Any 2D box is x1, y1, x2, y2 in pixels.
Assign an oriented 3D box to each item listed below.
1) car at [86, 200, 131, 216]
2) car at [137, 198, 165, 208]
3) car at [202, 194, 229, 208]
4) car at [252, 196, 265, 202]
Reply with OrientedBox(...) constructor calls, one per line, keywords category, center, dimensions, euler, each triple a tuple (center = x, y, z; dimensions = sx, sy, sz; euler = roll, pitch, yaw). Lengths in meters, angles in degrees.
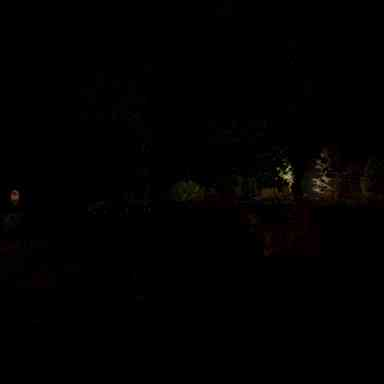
OrientedBox(category="car", center=(-8.311, 1.516, 33.499), dimensions=(1.882, 1.535, 5.008), euler=(0, 0, 34))
OrientedBox(category="car", center=(-6.025, 1.579, 49.514), dimensions=(1.882, 1.535, 5.008), euler=(0, 1, 34))
OrientedBox(category="car", center=(3.729, 1.326, 51.474), dimensions=(2.150, 2.045, 5.566), euler=(0, 0, 34))
OrientedBox(category="car", center=(16.713, 1.669, 83.467), dimensions=(1.812, 1.442, 4.674), euler=(0, 0, 34))
